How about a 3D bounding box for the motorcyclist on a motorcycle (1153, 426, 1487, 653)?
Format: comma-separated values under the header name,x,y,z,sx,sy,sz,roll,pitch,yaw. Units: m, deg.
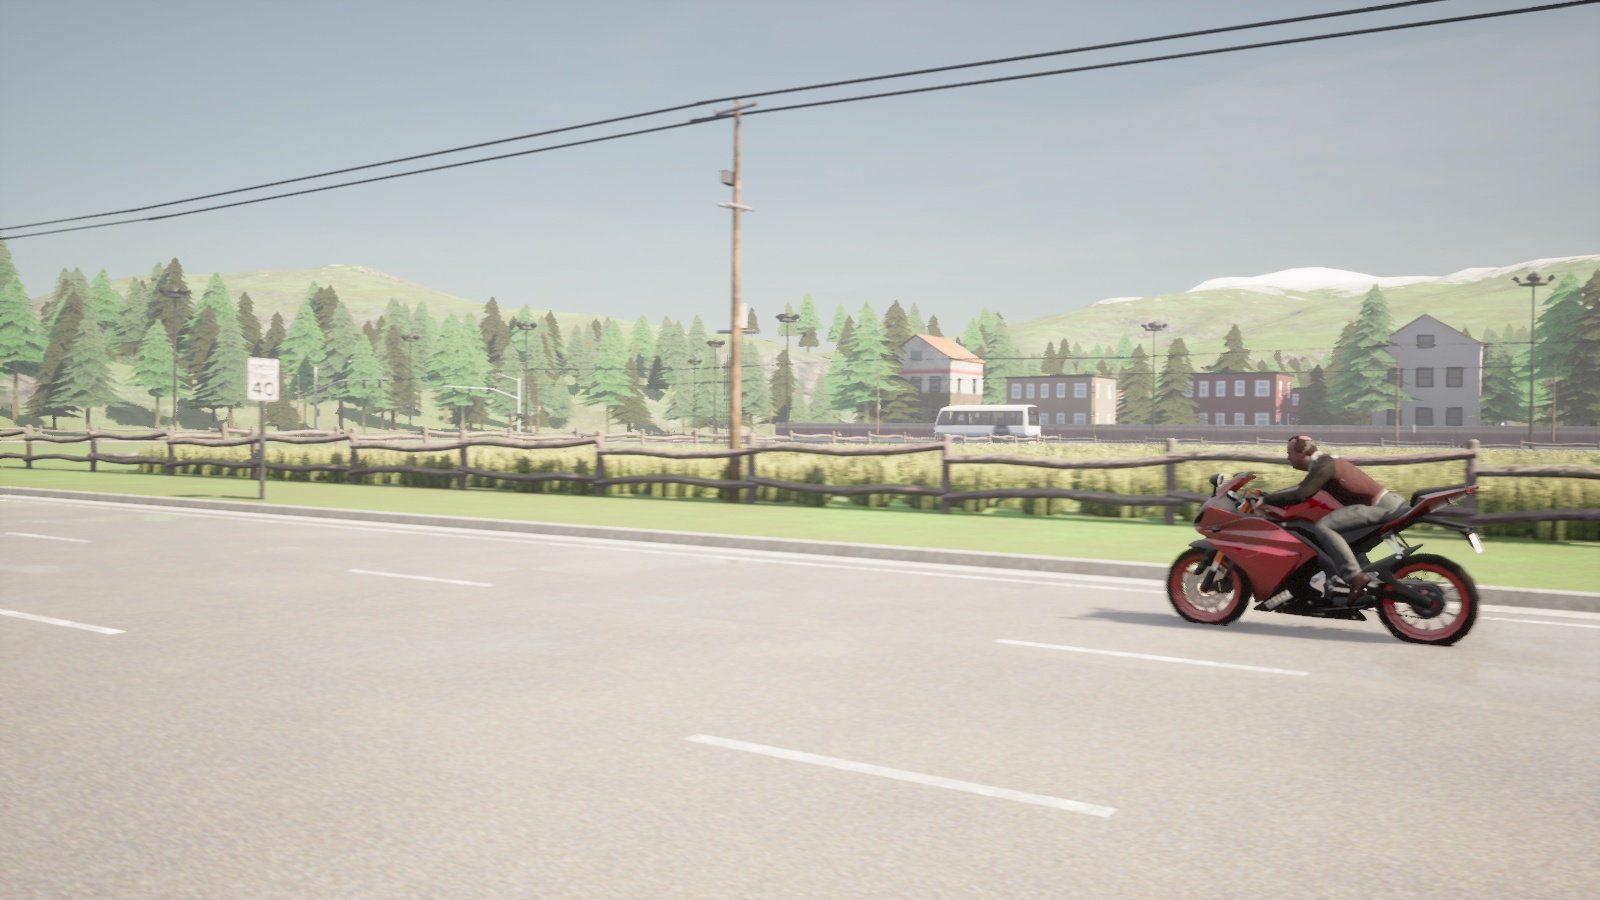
name,x,y,z,sx,sy,sz,roll,pitch,yaw
motorcyclist on a motorcycle,3.881,0.600,9.449,2.191,1.530,0.866,0,1,34
